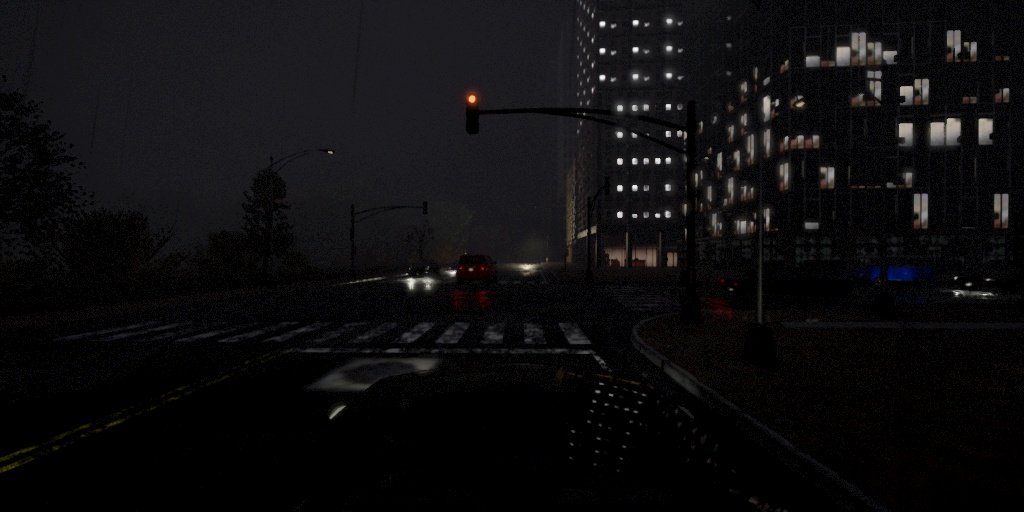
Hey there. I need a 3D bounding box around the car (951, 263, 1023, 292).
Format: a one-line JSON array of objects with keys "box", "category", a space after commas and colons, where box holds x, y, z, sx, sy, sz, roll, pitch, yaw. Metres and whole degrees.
[{"box": [25.952, 1.039, 18.108, 5.357, 1.411, 2.033, 0, 0, 4], "category": "car"}]

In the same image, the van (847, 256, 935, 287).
[{"box": [22.115, 0.855, 21.096, 3.998, 1.789, 1.690, 0, 0, 4], "category": "van"}]

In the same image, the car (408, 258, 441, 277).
[{"box": [-8.436, 1.093, 34.846, 2.097, 1.767, 4.553, 0, 0, 4], "category": "car"}]

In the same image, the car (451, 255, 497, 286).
[{"box": [-2.342, 0.931, 24.712, 2.150, 2.045, 5.566, 0, 0, 3], "category": "car"}]

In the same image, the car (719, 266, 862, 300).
[{"box": [12.238, 1.215, 16.163, 4.718, 1.301, 1.895, 0, 0, 7], "category": "car"}]

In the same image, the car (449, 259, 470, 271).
[{"box": [-7.423, 1.234, 51.223, 2.128, 1.511, 4.902, 0, 0, 4], "category": "car"}]
